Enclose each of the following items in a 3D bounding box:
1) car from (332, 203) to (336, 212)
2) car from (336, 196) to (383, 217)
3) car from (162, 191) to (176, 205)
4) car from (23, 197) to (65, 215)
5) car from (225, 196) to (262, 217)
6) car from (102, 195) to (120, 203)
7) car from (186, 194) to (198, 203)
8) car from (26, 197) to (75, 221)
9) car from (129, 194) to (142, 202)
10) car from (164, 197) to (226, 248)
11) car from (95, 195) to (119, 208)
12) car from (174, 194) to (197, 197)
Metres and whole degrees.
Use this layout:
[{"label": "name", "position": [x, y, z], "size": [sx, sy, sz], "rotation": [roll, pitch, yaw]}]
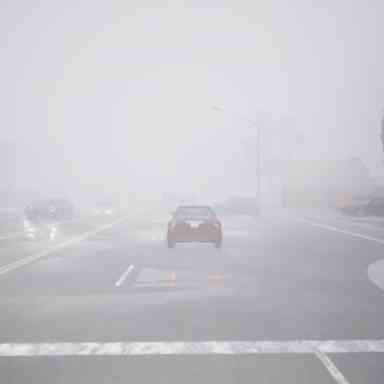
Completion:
[{"label": "car", "position": [15.647, 1.137, 31.313], "size": [4.553, 1.767, 2.097], "rotation": [0, 0, -1]}, {"label": "car", "position": [15.167, 1.288, 27.808], "size": [5.008, 1.535, 1.882], "rotation": [0, 0, -1]}, {"label": "car", "position": [-3.435, 0.871, 51.466], "size": [2.150, 2.045, 5.566], "rotation": [0, 0, 0]}, {"label": "car", "position": [-14.108, 1.259, 32.072], "size": [1.882, 1.535, 5.008], "rotation": [0, 0, 0]}, {"label": "car", "position": [3.505, 1.162, 27.908], "size": [4.553, 1.767, 2.097], "rotation": [0, 0, 4]}, {"label": "car", "position": [-14.053, 1.209, 57.666], "size": [1.895, 1.301, 4.718], "rotation": [0, 0, 1]}, {"label": "car", "position": [0.071, 1.152, 58.278], "size": [2.033, 1.411, 5.357], "rotation": [0, 0, 0]}, {"label": "car", "position": [-10.606, 1.180, 25.303], "size": [2.097, 1.767, 4.553], "rotation": [0, 0, 0]}, {"label": "car", "position": [-10.515, 1.135, 62.596], "size": [2.033, 1.411, 5.357], "rotation": [0, 0, 0]}, {"label": "car", "position": [0.096, 1.253, 14.476], "size": [2.097, 1.767, 4.553], "rotation": [0, 0, 0]}, {"label": "car", "position": [-10.608, 1.317, 41.732], "size": [1.895, 1.301, 4.718], "rotation": [0, 0, 0]}, {"label": "car", "position": [-0.462, 1.257, 42.658], "size": [2.033, 1.411, 5.357], "rotation": [0, 0, 9]}]
